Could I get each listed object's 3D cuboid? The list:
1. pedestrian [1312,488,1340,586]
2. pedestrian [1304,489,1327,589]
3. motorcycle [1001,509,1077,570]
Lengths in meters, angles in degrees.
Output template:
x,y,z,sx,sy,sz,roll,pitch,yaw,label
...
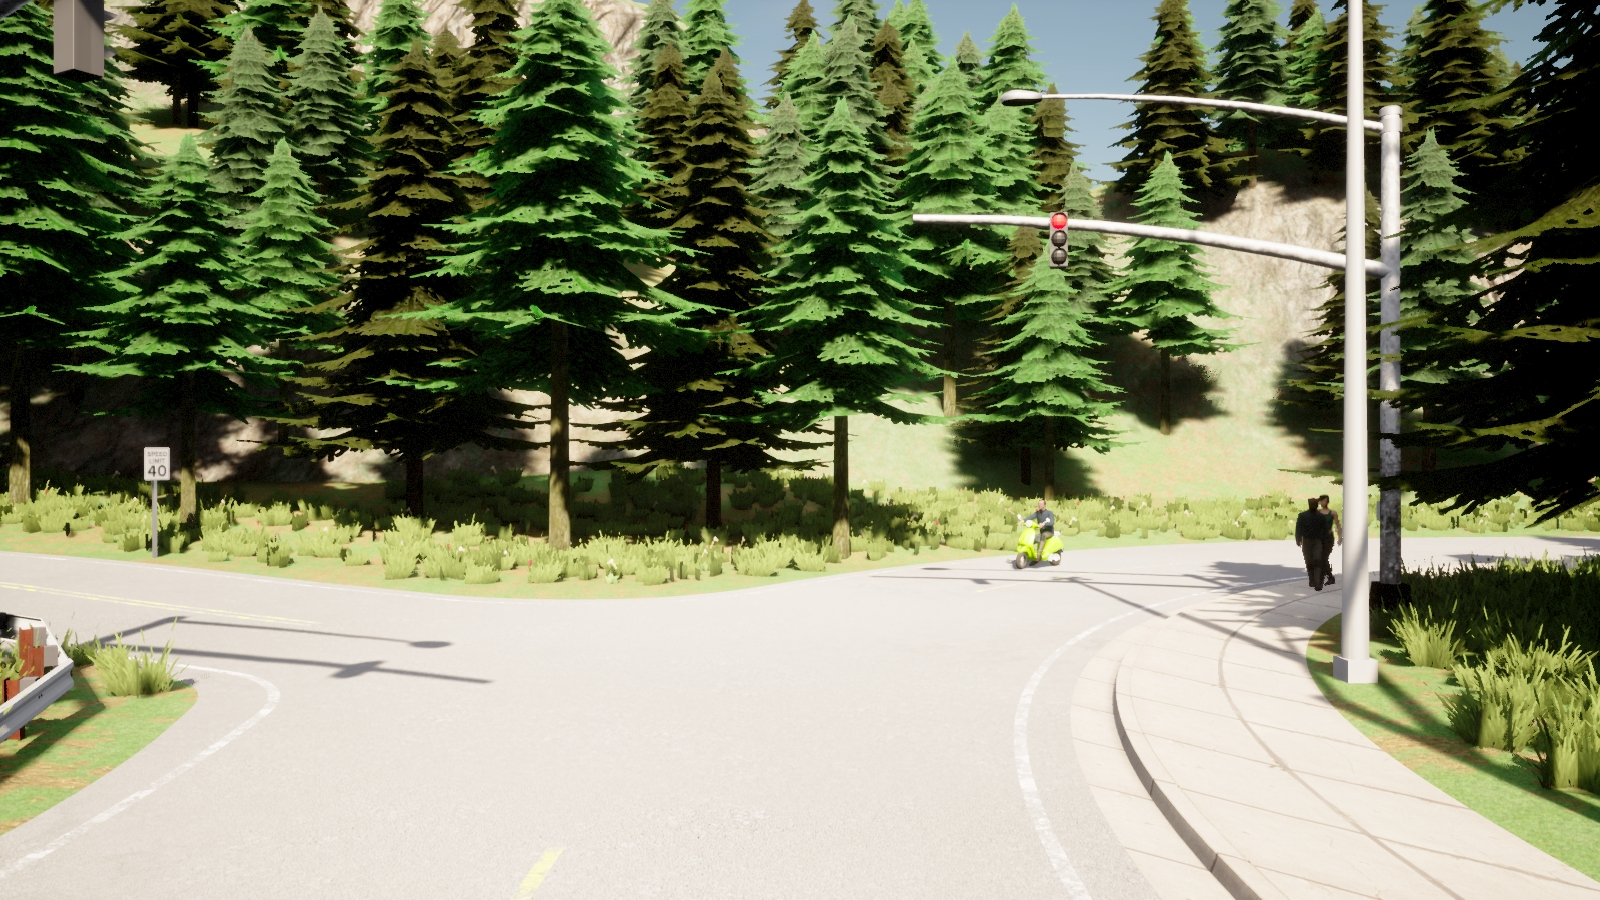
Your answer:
x,y,z,sx,sy,sz,roll,pitch,yaw,label
10.199,1.668,22.144,0.375,1.860,0.375,0,0,-42,pedestrian
9.718,1.668,21.531,0.375,1.860,0.375,0,0,20,pedestrian
5.702,2.113,27.217,1.805,1.316,0.856,0,0,-41,motorcycle
